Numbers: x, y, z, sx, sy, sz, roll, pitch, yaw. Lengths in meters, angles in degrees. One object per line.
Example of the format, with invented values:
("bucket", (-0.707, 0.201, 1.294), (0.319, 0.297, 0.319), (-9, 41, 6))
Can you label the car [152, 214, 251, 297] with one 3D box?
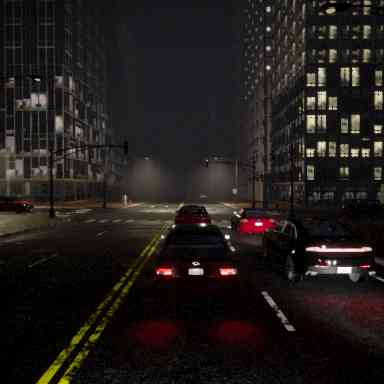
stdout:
("car", (0.083, 1.544, 8.755), (2.033, 1.411, 5.357), (0, 0, 0))

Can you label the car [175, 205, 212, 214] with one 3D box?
("car", (0.066, 1.468, 18.576), (1.882, 1.535, 5.008), (0, 0, 1))

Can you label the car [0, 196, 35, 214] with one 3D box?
("car", (-18.277, 1.206, 33.292), (4.553, 1.767, 2.097), (1, 1, 1))

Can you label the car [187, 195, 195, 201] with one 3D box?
("car", (-0.172, 1.519, 82.767), (1.895, 1.301, 4.718), (0, 0, 0))

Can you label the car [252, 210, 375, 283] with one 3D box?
("car", (3.329, 1.487, 9.669), (2.128, 1.511, 4.902), (0, 0, 0))

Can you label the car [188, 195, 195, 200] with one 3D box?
("car", (-0.194, 1.459, 92.857), (1.994, 1.385, 4.181), (0, 0, 0))

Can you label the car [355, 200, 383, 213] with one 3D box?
("car", (21.730, 1.642, 38.515), (4.829, 1.417, 1.752), (1, 0, 1))

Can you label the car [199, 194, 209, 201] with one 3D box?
("car", (3.081, 1.513, 81.425), (1.895, 1.301, 4.718), (0, 0, 0))

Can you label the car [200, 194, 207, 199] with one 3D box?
("car", (3.060, 1.266, 91.397), (1.812, 1.442, 4.674), (0, 0, 0))

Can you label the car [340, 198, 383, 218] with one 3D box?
("car", (16.139, 1.519, 30.217), (5.009, 1.841, 2.192), (1, 0, 1))

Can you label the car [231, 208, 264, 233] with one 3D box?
("car", (3.311, 1.554, 18.470), (1.994, 1.385, 4.181), (0, 0, 0))
